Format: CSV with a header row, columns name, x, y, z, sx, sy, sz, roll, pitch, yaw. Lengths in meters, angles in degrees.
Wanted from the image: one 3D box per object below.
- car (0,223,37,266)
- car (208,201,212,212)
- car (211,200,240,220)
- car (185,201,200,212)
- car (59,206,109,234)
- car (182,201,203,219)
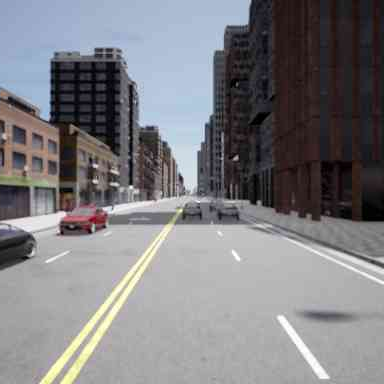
name,x,y,z,sx,sy,sz,roll,pitch,yaw
car,-6.584,1.651,10.285,1.994,1.385,4.181,0,0,1
car,3.295,1.854,45.196,2.128,1.511,4.902,0,0,0
car,3.256,1.743,30.872,2.128,1.511,4.902,0,-1,0
car,0.044,1.929,45.471,1.994,1.385,4.181,0,0,1
car,-6.564,1.650,20.707,1.882,1.535,5.008,0,0,0
car,0.028,1.750,31.701,2.128,1.511,4.902,0,-1,0
